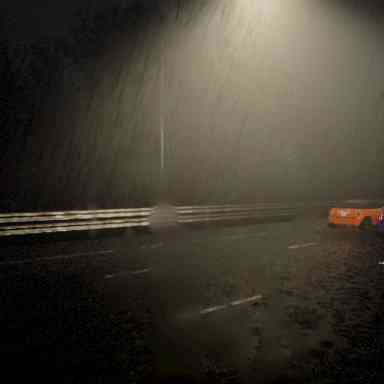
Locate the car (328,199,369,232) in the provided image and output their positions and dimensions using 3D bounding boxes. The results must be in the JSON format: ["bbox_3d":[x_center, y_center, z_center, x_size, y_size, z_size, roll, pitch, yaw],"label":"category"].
[{"bbox_3d":[10.040,1.229,19.459,4.553,1.767,2.097,-1,0,-35],"label":"car"}]

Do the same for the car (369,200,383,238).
[{"bbox_3d":[10.646,1.239,15.598,4.553,1.767,2.097,0,0,-35],"label":"car"}]
